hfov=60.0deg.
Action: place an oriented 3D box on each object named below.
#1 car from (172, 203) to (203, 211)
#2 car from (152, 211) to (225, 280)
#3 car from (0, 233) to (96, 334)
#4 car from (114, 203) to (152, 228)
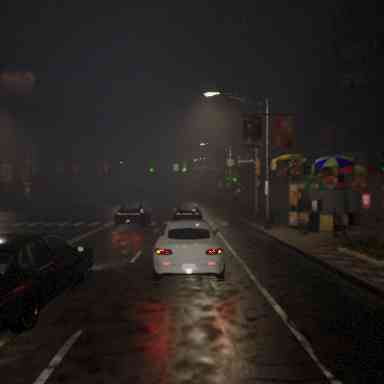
[{"bbox_3d":[-0.301,1.489,21.903,2.128,1.511,4.902,0,0,-1],"label":"car"},{"bbox_3d":[-0.096,1.524,9.831,1.812,1.442,4.674,0,0,-1],"label":"car"},{"bbox_3d":[-3.524,1.548,6.716,2.033,1.411,5.357,0,0,-1],"label":"car"},{"bbox_3d":[-3.793,1.490,21.888,2.128,1.511,4.902,0,0,-1],"label":"car"}]
